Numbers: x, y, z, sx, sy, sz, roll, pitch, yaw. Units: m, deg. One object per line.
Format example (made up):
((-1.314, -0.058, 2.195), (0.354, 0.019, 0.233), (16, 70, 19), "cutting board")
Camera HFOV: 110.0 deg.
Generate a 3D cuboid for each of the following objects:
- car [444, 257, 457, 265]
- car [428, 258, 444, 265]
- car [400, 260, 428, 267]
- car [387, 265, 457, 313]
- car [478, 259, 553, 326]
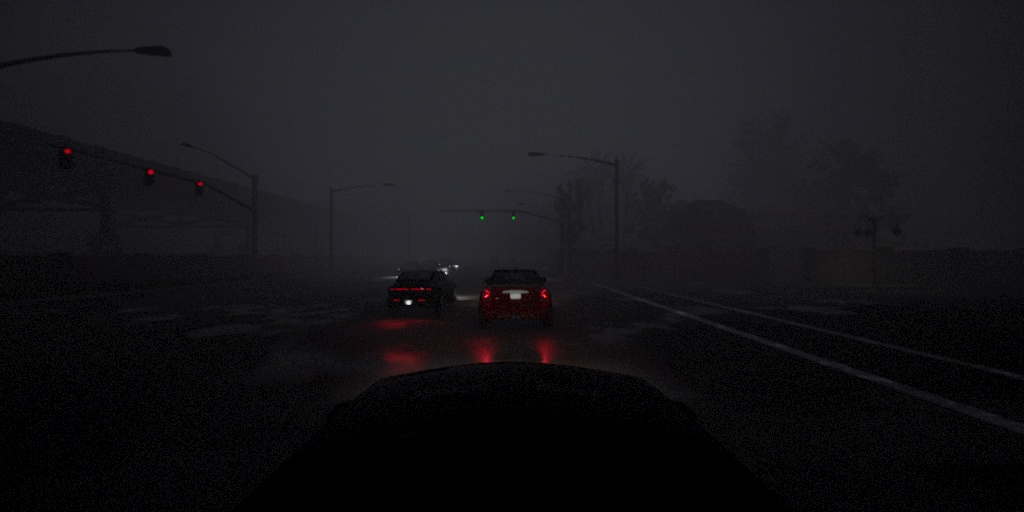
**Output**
((-10.493, 1.021, 56.168), (2.128, 1.511, 4.902), (0, 1, 0), "car")
((-10.543, 1.174, 46.400), (1.812, 1.442, 4.674), (0, 0, 0), "car")
((-10.571, 1.251, 37.679), (1.812, 1.442, 4.674), (0, 1, 0), "car")
((-3.399, 1.276, 14.208), (1.837, 1.490, 4.892), (0, 0, 0), "car")
((0.099, 1.118, 11.912), (2.097, 1.767, 4.553), (0, 0, 0), "car")
